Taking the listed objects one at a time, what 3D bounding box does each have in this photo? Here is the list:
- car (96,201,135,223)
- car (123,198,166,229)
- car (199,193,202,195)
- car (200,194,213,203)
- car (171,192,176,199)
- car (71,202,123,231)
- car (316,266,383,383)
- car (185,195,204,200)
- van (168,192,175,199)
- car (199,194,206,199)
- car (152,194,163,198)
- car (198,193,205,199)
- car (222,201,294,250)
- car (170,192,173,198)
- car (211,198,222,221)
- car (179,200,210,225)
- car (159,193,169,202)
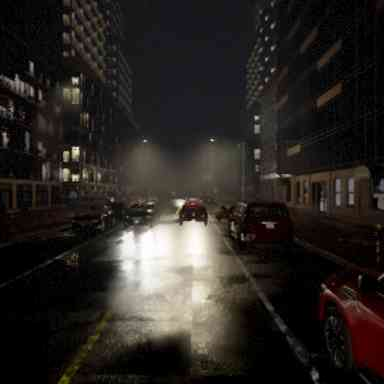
[{"bbox_3d":[-5.696,1.458,25.253,1.947,1.339,4.313,0,0,0],"label":"car"},{"bbox_3d":[-3.107,1.402,21.178,2.128,1.511,4.902,0,0,0],"label":"car"},{"bbox_3d":[2.670,1.083,76.470,1.967,1.590,4.097,0,0,0],"label":"car"},{"bbox_3d":[2.676,1.323,53.704,1.947,1.339,4.313,0,0,0],"label":"car"},{"bbox_3d":[-5.715,1.022,87.865,1.967,1.590,4.097,0,0,0],"label":"car"},{"bbox_3d":[-5.694,1.468,19.560,2.008,1.369,4.403,0,0,0],"label":"car"},{"bbox_3d":[2.693,1.305,2.474,2.192,1.841,5.009,0,0,0],"label":"car"},{"bbox_3d":[0.086,1.377,42.150,1.994,1.385,4.181,0,0,0],"label":"car"},{"bbox_3d":[-5.716,0.893,93.558,1.690,1.788,3.998,0,0,0],"label":"van"},{"bbox_3d":[2.665,1.164,87.855,1.802,1.307,4.206,0,0,0],"label":"car"},{"bbox_3d":[-5.703,1.335,48.021,2.008,1.369,4.403,0,0,0],"label":"car"},{"bbox_3d":[2.664,1.076,93.716,1.752,1.417,4.829,0,0,0],"label":"car"},{"bbox_3d":[2.690,1.257,13.858,2.192,1.841,5.009,0,0,0],"label":"car"},{"bbox_3d":[-5.710,1.253,70.791,1.802,1.307,4.206,0,0,0],"label":"car"},{"bbox_3d":[2.685,1.417,25.412,1.752,1.417,4.829,0,0,0],"label":"car"},{"bbox_3d":[0.093,1.502,23.311,1.895,1.301,4.718,0,0,0],"label":"car"},{"bbox_3d":[-5.706,1.274,59.406,1.887,1.381,4.507,0,0,0],"label":"car"}]
